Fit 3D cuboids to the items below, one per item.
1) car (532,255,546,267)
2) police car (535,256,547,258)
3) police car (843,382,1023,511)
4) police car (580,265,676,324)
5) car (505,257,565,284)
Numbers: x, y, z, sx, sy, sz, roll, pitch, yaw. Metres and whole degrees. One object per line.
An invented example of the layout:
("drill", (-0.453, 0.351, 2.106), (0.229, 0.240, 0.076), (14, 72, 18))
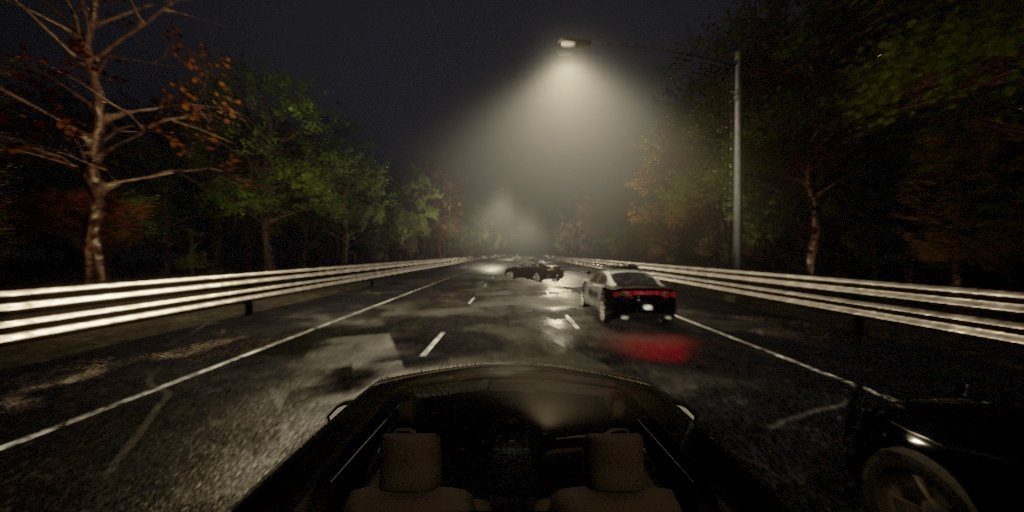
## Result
("car", (4.148, 0.761, 55.532), (2.033, 1.649, 4.856), (0, 0, 1))
("police car", (3.906, 0.923, 44.581), (2.038, 1.542, 4.974), (0, 0, 1))
("police car", (3.498, 1.266, 0.764), (2.038, 1.542, 4.974), (0, 0, 0))
("police car", (3.516, 1.101, 11.828), (1.930, 1.638, 5.238), (0, 0, 0))
("car", (1.459, 1.061, 25.324), (2.128, 1.511, 4.902), (0, 1, -39))
